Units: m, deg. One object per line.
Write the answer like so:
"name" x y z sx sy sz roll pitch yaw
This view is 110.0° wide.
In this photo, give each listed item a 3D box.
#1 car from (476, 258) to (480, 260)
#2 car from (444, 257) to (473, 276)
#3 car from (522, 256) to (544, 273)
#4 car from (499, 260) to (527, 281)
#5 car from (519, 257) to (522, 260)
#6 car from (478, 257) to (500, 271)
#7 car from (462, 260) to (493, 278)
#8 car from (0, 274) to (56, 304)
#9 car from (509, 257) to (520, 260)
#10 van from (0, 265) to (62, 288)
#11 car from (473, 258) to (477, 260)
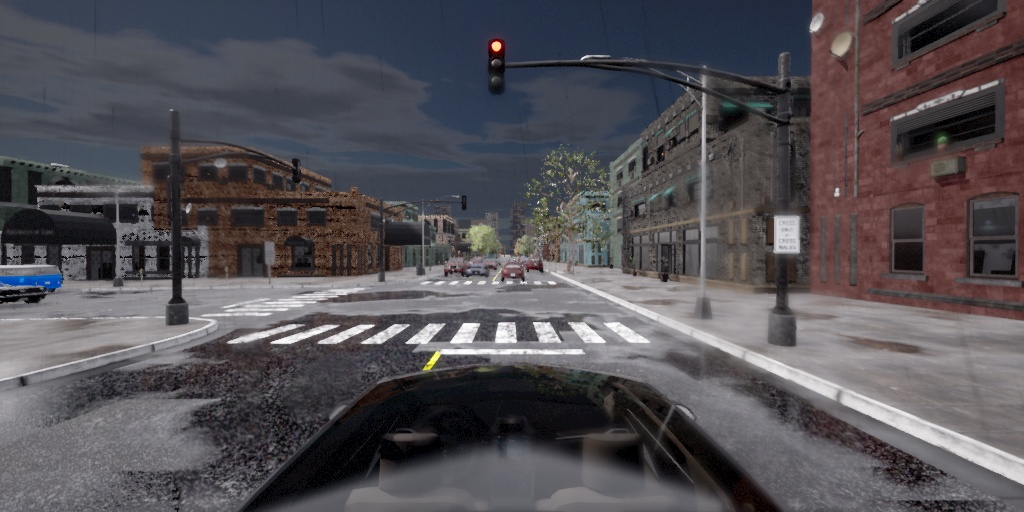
"car" -5.722 1.318 48.397 1.802 1.307 4.207 0 0 0
"car" -5.713 1.054 37.309 2.192 1.841 5.009 0 0 0
"car" 2.663 1.053 42.860 2.192 1.841 5.009 0 0 0
"car" 0.078 1.268 29.736 1.812 1.442 4.674 0 0 0
"car" 2.650 1.283 59.491 2.007 1.370 4.403 0 0 0
"car" -3.129 1.087 49.286 2.097 1.767 4.553 0 0 0
"car" -3.123 1.305 33.083 1.994 1.385 4.181 0 0 0
"car" -24.375 1.687 16.246 4.718 1.301 1.895 -1 1 -1
"car" -0.048 1.295 63.268 1.994 1.385 4.181 0 0 0
"van" -30.312 1.457 21.972 3.998 1.789 1.690 0 0 -1
"car" -5.718 1.283 42.853 1.888 1.381 4.507 0 0 0
